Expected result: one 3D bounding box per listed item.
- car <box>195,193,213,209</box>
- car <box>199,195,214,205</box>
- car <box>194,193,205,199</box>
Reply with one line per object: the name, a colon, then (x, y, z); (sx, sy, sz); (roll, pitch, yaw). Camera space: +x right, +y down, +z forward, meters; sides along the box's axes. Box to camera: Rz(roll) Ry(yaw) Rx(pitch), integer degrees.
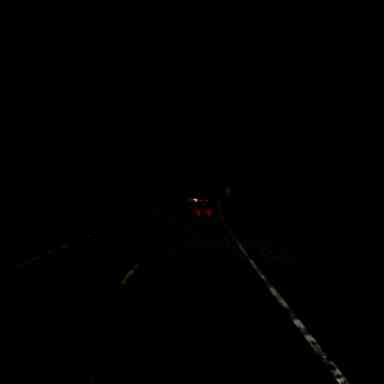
car: (1.530, 1.211, 40.467); (2.128, 1.511, 4.902); (0, 0, 4)
car: (2.306, 1.180, 52.225); (2.033, 1.411, 5.357); (0, 0, 5)
car: (1.860, 0.944, 80.530); (2.128, 1.511, 4.902); (0, 0, 7)
